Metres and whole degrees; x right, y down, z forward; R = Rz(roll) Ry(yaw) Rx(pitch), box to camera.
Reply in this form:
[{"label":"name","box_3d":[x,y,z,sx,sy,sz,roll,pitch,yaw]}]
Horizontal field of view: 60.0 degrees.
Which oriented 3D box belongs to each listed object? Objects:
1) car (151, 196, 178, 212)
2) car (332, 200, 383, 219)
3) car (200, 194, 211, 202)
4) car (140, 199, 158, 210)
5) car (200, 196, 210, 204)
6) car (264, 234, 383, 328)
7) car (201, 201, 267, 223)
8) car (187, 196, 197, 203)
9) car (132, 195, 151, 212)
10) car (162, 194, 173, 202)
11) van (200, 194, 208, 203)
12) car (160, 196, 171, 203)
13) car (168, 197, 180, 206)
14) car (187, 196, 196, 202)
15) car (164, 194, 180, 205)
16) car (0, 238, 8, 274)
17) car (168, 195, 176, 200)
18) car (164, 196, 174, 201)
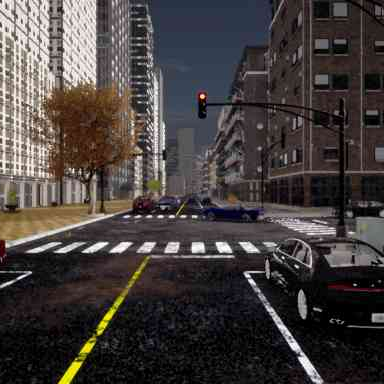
[{"label":"car","box_3d":[-3.124,1.512,38.466,2.128,1.511,4.902,0,0,0]},{"label":"car","box_3d":[13.409,1.350,26.316,4.403,1.369,2.008,-1,1,-1]},{"label":"car","box_3d":[2.652,1.610,61.384,1.947,1.339,4.313,0,0,0]},{"label":"car","box_3d":[-5.719,1.592,44.811,1.947,1.339,4.313,0,0,0]},{"label":"car","box_3d":[2.649,1.578,67.076,1.752,1.417,4.829,0,0,0]},{"label":"car","box_3d":[2.683,1.551,6.904,2.008,1.369,4.403,0,0,0]},{"label":"car","box_3d":[3.273,1.604,25.969,4.718,1.301,1.895,0,0,31]},{"label":"car","box_3d":[0.067,1.618,68.521,1.994,1.385,4.181,0,0,-1]},{"label":"car","box_3d":[-5.717,1.336,39.288,2.192,1.841,5.009,0,0,0]},{"label":"car","box_3d":[-5.739,1.385,77.947,2.192,1.841,5.009,0,0,0]},{"label":"van","box_3d":[2.645,1.402,72.430,1.690,1.788,3.998,0,0,0]},{"label":"car","box_3d":[-5.736,1.627,72.425,1.947,1.339,4.313,0,0,0]},{"label":"car","box_3d":[-3.116,1.642,58.416,1.895,1.301,4.718,0,0,0]},{"label":"car","box_3d":[-0.047,1.625,78.899,1.994,1.385,4.181,0,0,0]},{"label":"car","box_3d":[-3.125,1.382,48.345,2.097,1.767,4.553,0,0,0]},{"label":"car","box_3d":[-5.697,1.545,6.900,1.887,1.381,4.507,0,0,0]},{"label":"car","box_3d":[-5.749,1.654,94.516,2.008,1.369,4.403,0,0,0]},{"label":"car","box_3d":[-5.742,1.632,83.471,2.008,1.369,4.403,0,0,0]}]
